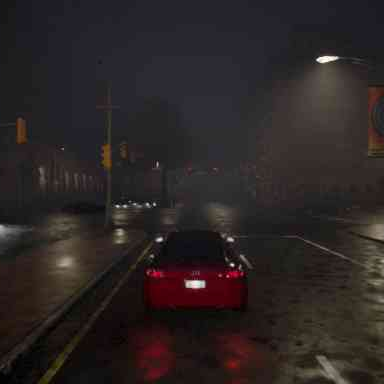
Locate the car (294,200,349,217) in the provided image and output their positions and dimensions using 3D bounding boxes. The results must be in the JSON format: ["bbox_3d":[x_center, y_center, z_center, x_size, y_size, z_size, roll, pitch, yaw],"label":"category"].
[{"bbox_3d":[12.030,1.490,30.979,4.892,1.490,1.837,0,0,0],"label":"car"}]

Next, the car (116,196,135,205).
[{"bbox_3d":[-11.610,1.537,56.895,1.994,1.385,4.181,0,0,0],"label":"car"}]

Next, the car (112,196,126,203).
[{"bbox_3d":[-14.783,1.563,67.851,1.895,1.301,4.718,0,0,0],"label":"car"}]

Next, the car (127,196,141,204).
[{"bbox_3d":[-11.559,1.532,66.189,1.994,1.385,4.181,0,0,0],"label":"car"}]

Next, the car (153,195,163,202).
[{"bbox_3d":[-8.039,1.463,78.613,1.837,1.490,4.892,0,0,0],"label":"car"}]

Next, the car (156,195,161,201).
[{"bbox_3d":[-8.038,1.568,68.409,1.895,1.301,4.718,0,0,0],"label":"car"}]

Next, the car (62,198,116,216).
[{"bbox_3d":[-9.902,1.510,31.718,4.674,1.442,1.812,0,0,-13],"label":"car"}]

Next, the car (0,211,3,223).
[{"bbox_3d":[-15.333,1.480,23.856,4.902,1.511,2.128,0,0,39],"label":"car"}]

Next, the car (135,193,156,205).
[{"bbox_3d":[-8.109,1.194,58.610,2.150,2.045,5.566,0,0,0],"label":"car"}]

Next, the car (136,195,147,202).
[{"bbox_3d":[-11.538,1.441,76.608,1.882,1.535,5.008,0,0,0],"label":"car"}]

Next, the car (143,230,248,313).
[{"bbox_3d":[0.071,1.560,7.746,1.994,1.385,4.181,0,0,0],"label":"car"}]
